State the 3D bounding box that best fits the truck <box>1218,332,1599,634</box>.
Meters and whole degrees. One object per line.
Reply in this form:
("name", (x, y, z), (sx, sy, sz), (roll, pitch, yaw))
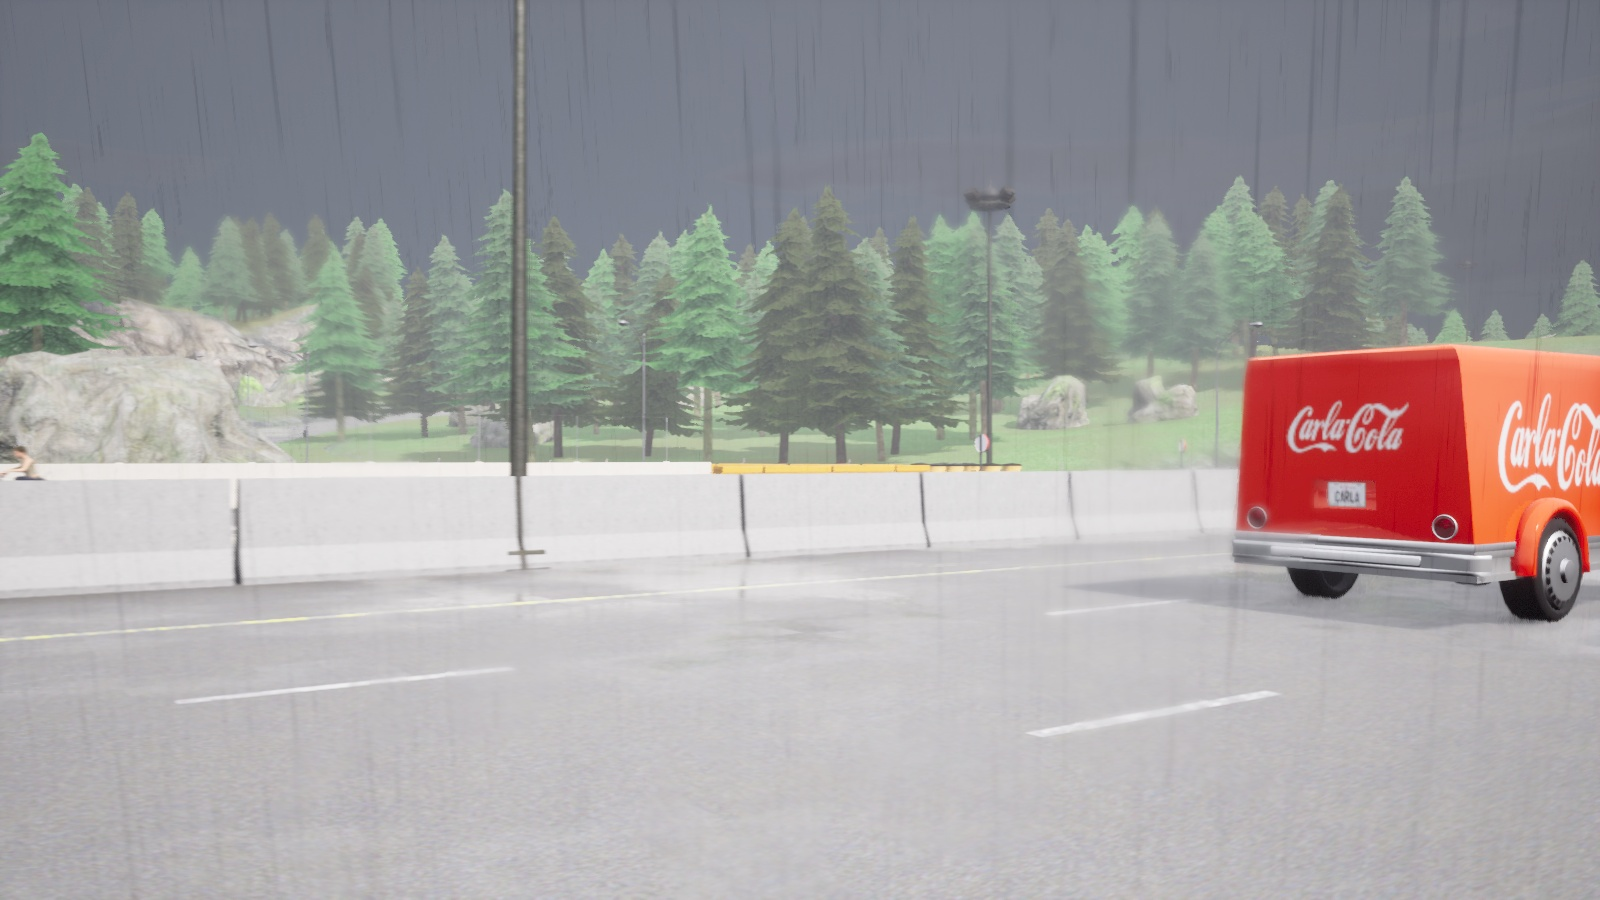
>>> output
("truck", (7.021, 0.275, 12.812), (5.204, 2.467, 2.627), (0, 0, -35))
